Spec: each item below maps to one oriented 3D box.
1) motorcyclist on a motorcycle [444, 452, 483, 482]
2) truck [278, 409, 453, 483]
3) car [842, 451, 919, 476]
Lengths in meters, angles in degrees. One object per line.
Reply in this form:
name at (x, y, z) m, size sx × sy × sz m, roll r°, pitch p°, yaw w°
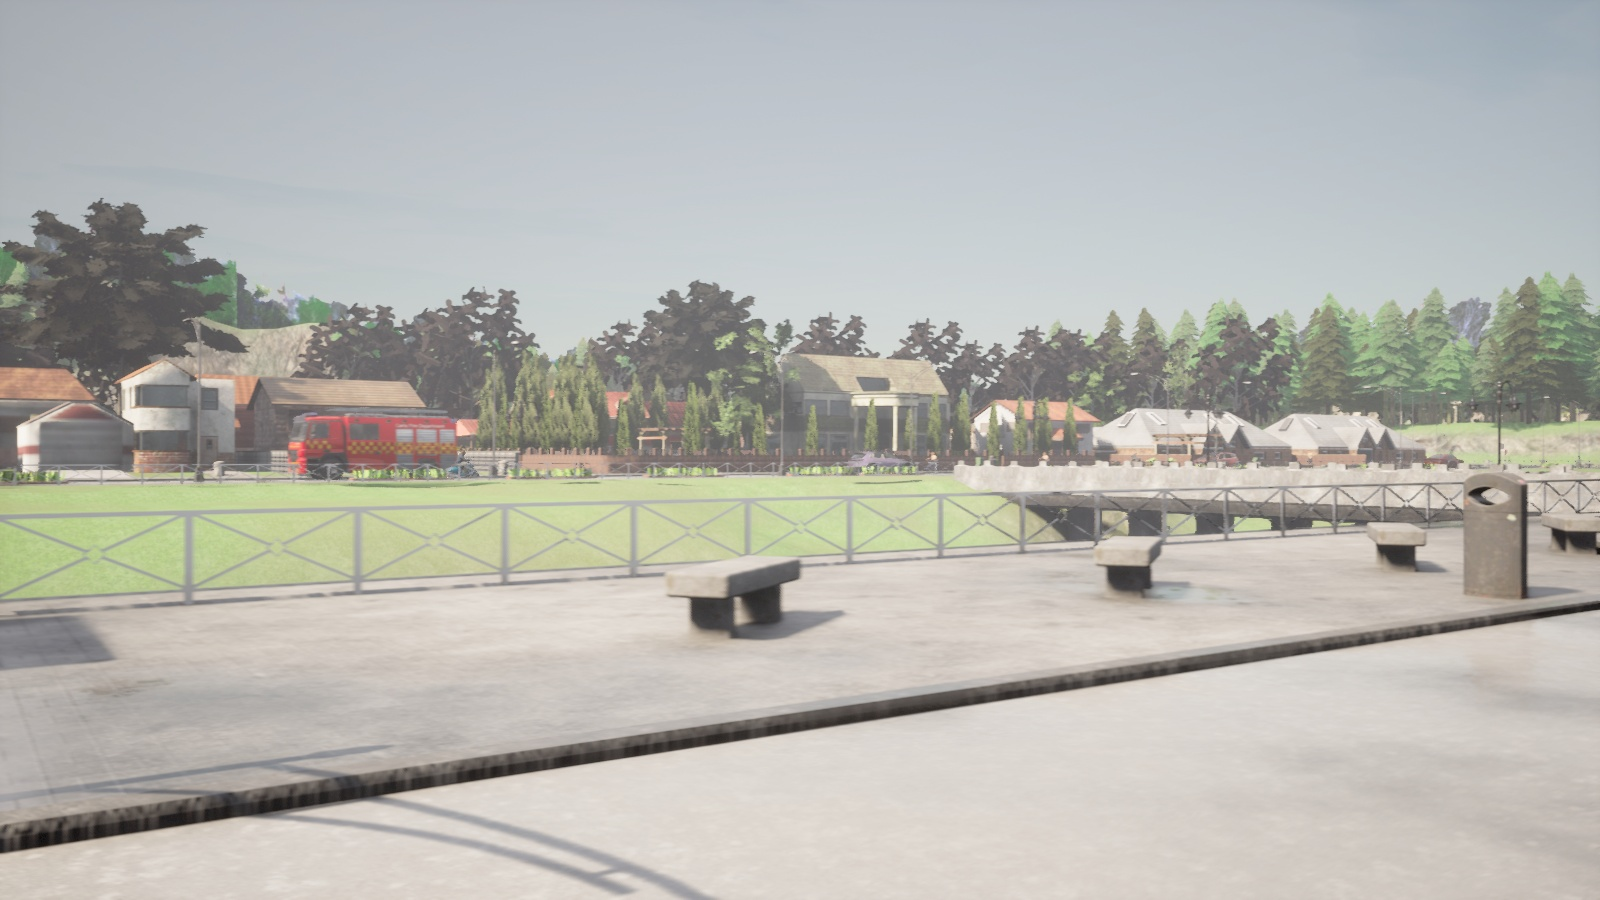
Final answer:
motorcyclist on a motorcycle at (-17.940, 0.900, 66.950) m, size 1.817 × 1.590 × 0.866 m, roll 0°, pitch 0°, yaw -35°
truck at (-23.459, -0.204, 67.989) m, size 8.468 × 3.827 × 2.891 m, roll 0°, pitch 0°, yaw -35°
car at (5.343, 0.867, 83.149) m, size 4.856 × 1.649 × 2.033 m, roll 0°, pitch 0°, yaw -35°
